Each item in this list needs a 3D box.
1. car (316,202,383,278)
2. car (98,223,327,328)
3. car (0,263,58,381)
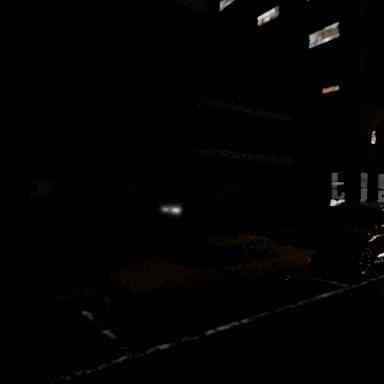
[{"bbox_3d":[5.226,1.271,10.269,5.009,1.841,2.192,0,1,-35],"label":"car"},{"bbox_3d":[0.551,1.506,6.939,4.829,1.417,1.752,0,1,-35],"label":"car"},{"bbox_3d":[-3.844,1.571,3.804,4.313,1.339,1.947,0,1,-35],"label":"car"}]
